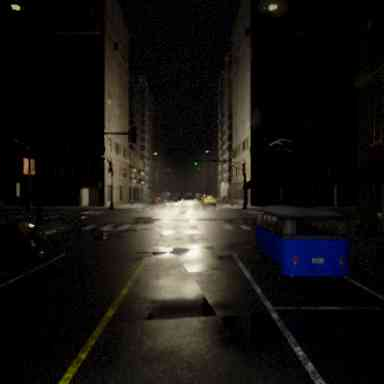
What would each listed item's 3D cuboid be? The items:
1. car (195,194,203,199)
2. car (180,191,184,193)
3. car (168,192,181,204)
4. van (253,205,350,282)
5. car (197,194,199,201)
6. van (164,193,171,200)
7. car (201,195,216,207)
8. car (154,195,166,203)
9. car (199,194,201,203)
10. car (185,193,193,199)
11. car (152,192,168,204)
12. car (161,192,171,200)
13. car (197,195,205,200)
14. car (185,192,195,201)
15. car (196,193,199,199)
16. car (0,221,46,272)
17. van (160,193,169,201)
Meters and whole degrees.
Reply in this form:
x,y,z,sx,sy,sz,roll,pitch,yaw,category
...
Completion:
x,y,z,sx,sy,sz,roll,pitch,yaw,category
1.996,1.231,92.769,2.008,1.369,4.403,0,0,-1,car
-3.612,0.978,75.256,2.150,2.045,5.566,0,0,-1,car
-3.430,1.314,59.785,1.837,1.490,4.892,0,0,0,car
2.850,1.313,9.377,1.690,1.788,3.998,0,0,0,van
2.468,1.361,59.617,2.008,1.369,4.403,0,0,-1,car
-6.447,1.045,87.121,1.690,1.788,3.998,0,0,-1,van
2.623,1.374,48.736,1.752,1.417,4.829,0,0,-1,car
-6.135,1.342,65.022,2.008,1.369,4.403,0,0,-1,car
2.546,1.270,54.091,1.967,1.590,4.097,0,0,-1,car
-0.794,1.119,88.091,2.128,1.511,4.902,0,0,-1,car
-6.057,1.126,59.496,2.192,1.841,5.009,0,0,-1,car
-6.371,1.042,81.597,2.192,1.841,5.009,0,0,-1,car
2.154,1.308,81.719,1.802,1.307,4.206,0,0,-1,car
-0.652,1.262,78.057,1.812,1.442,4.674,0,0,-1,car
2.389,1.356,65.143,1.947,1.339,4.313,0,0,-1,car
-5.675,1.538,9.364,1.947,1.339,4.313,0,0,0,car
-6.293,1.090,76.072,1.690,1.788,3.998,0,0,-1,van
